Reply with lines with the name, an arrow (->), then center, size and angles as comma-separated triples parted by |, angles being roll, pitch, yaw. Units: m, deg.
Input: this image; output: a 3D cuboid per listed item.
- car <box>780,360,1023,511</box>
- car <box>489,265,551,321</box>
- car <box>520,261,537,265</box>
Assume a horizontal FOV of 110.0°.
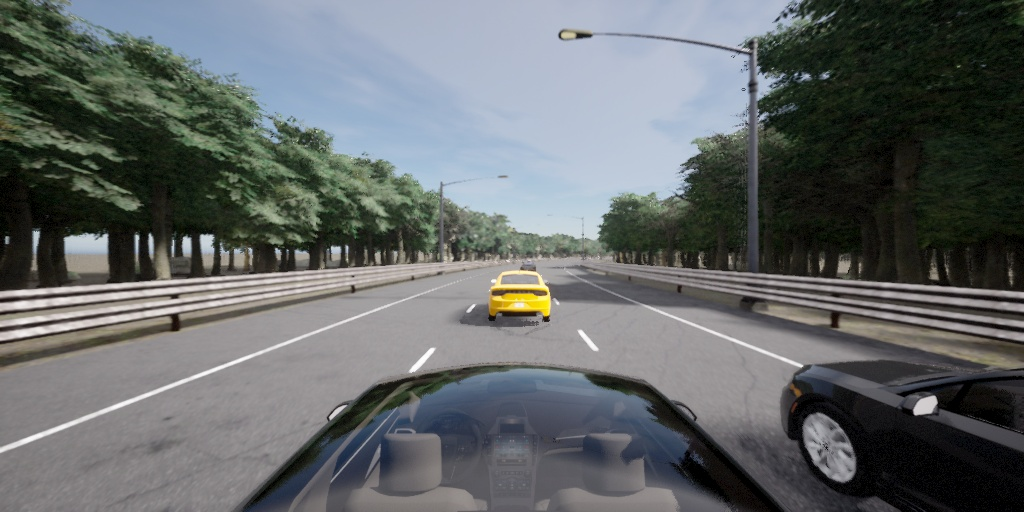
car -> 3.623, 1.258, 1.618 | 1.837, 1.490, 4.892 | 0, 0, 0
car -> 0.269, 1.257, 12.681 | 1.882, 1.535, 5.008 | 0, 0, 1
car -> 2.040, 1.393, 44.199 | 2.128, 1.511, 4.902 | 0, 0, 5
